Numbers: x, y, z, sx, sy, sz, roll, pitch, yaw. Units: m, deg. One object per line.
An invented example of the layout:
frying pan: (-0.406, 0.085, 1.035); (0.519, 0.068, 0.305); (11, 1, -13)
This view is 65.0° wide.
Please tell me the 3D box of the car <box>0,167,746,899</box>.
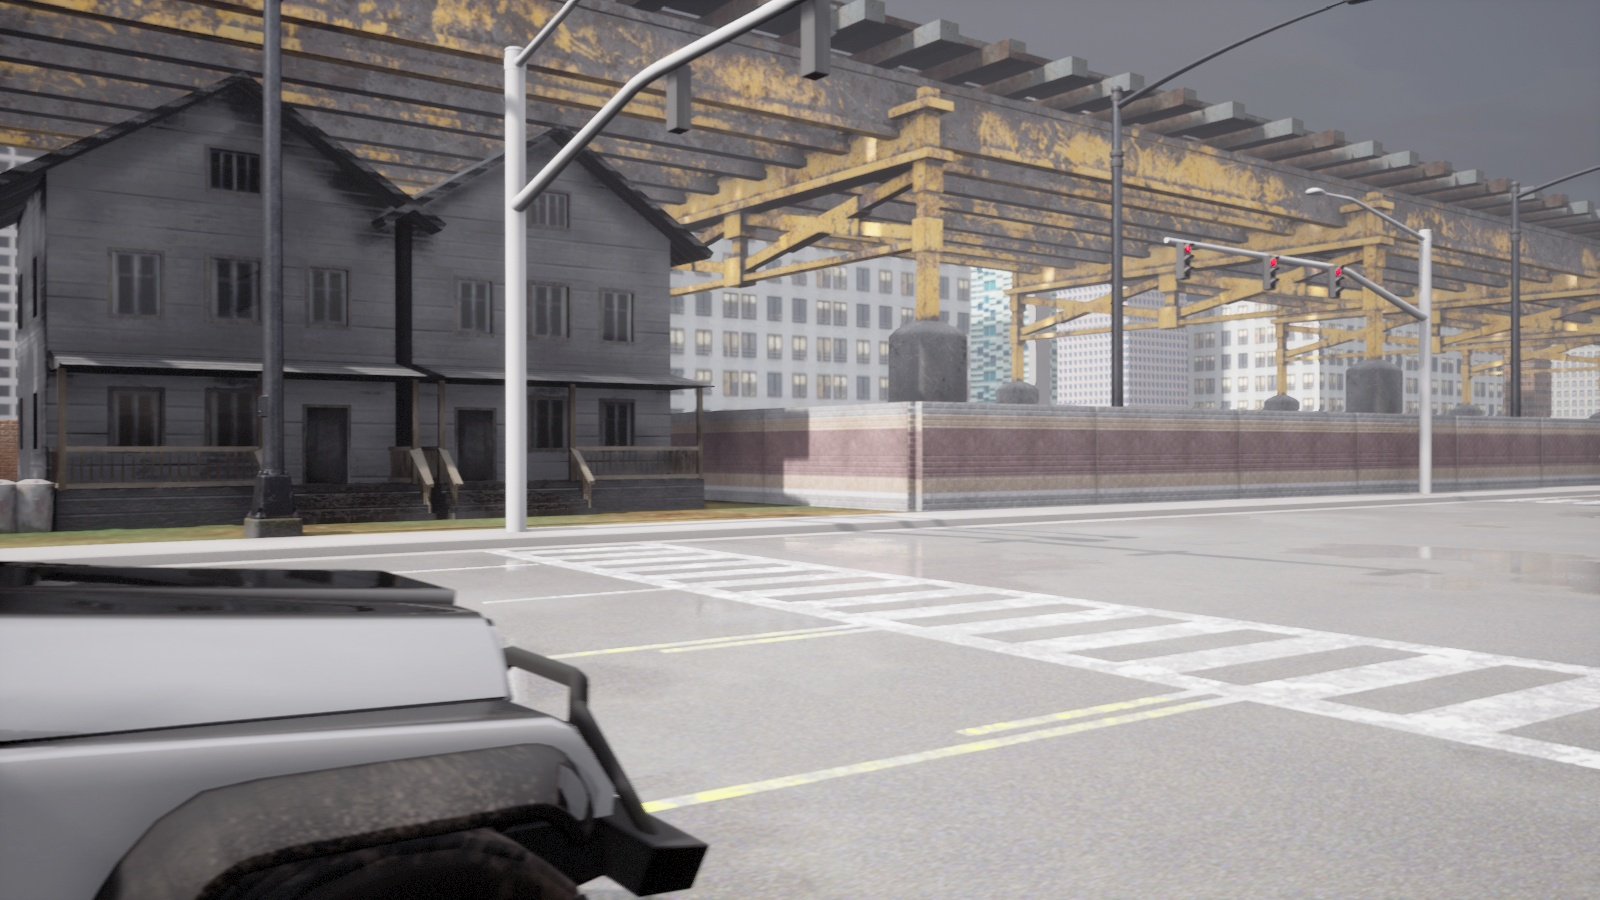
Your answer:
car: (-2.240, 0.555, 2.108); (3.866, 1.878, 1.905); (0, 0, -34)

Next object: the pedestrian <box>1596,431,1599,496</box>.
pedestrian: (22.650, 0.373, 35.159); (0.345, 1.836, 0.594); (0, 0, 0)
